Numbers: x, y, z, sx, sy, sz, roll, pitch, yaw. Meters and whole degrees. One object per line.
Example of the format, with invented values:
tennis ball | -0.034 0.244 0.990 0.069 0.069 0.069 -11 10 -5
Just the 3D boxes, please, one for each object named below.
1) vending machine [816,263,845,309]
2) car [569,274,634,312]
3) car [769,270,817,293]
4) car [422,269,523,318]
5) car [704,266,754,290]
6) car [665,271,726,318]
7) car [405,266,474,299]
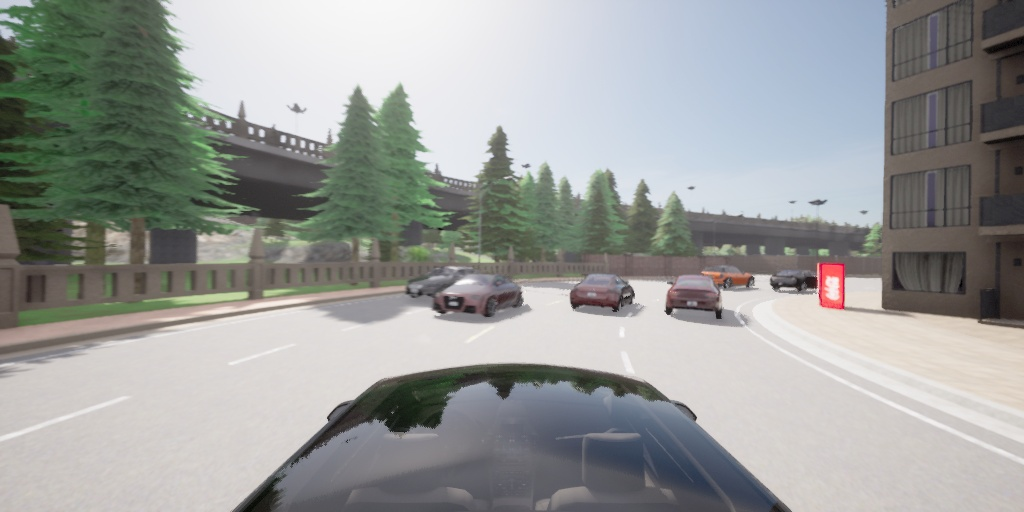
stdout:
vending machine | 13.489 1.268 15.145 1.100 2.100 0.880 0 0 41
car | 3.943 1.447 15.341 1.994 1.385 4.181 1 0 27
car | 20.439 1.743 25.489 4.902 1.511 2.128 1 0 -27
car | -1.093 1.338 13.149 1.994 1.385 4.181 1 0 22
car | 16.298 1.528 27.205 4.553 1.767 2.097 1 0 -30
car | 7.174 1.468 14.115 1.812 1.442 4.674 1 0 28
car | -3.004 1.244 17.352 2.128 1.511 4.902 1 0 28
